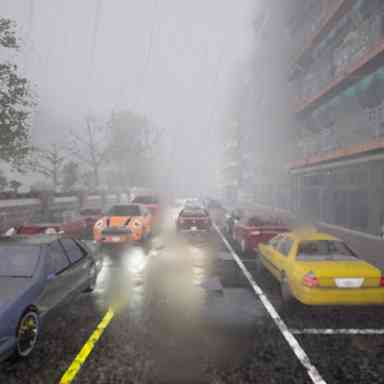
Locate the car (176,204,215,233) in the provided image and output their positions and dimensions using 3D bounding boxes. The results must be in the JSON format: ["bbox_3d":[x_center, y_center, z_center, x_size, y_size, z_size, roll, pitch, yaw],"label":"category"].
[{"bbox_3d":[0.106,1.575,19.349,1.895,1.301,4.718,0,0,0],"label":"car"}]

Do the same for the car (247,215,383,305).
[{"bbox_3d":[2.689,1.514,8.006,1.752,1.417,4.829,0,0,0],"label":"car"}]

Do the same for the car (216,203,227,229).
[{"bbox_3d":[2.693,1.525,18.907,2.008,1.369,4.403,0,0,0],"label":"car"}]

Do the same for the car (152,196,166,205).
[{"bbox_3d":[-5.676,1.485,57.655,2.008,1.369,4.403,0,0,0],"label":"car"}]

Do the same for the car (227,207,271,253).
[{"bbox_3d":[2.691,1.526,13.371,1.887,1.381,4.507,0,0,0],"label":"car"}]

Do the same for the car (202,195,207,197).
[{"bbox_3d":[2.701,1.488,46.582,1.887,1.381,4.507,0,0,0],"label":"car"}]

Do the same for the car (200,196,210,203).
[{"bbox_3d":[2.708,1.492,68.723,1.947,1.339,4.313,0,0,0],"label":"car"}]

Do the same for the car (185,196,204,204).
[{"bbox_3d":[0.099,1.550,40.587,1.895,1.301,4.718,0,0,0],"label":"car"}]

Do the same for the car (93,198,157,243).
[{"bbox_3d":[-3.085,1.331,15.771,2.097,1.767,4.553,0,0,0],"label":"car"}]

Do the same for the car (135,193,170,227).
[{"bbox_3d":[-2.994,1.179,22.980,2.150,2.045,5.566,0,0,0],"label":"car"}]

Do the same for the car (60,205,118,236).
[{"bbox_3d":[-5.688,1.519,18.909,1.887,1.381,4.507,0,0,0],"label":"car"}]

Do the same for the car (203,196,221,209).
[{"bbox_3d":[2.699,1.493,41.047,1.887,1.381,4.507,0,0,0],"label":"car"}]

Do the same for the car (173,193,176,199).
[{"bbox_3d":[-5.671,1.233,79.795,2.192,1.841,5.009,0,0,0],"label":"car"}]

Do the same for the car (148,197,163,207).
[{"bbox_3d":[-5.678,1.464,51.949,1.752,1.417,4.829,0,0,0],"label":"car"}]

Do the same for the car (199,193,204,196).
[{"bbox_3d":[2.705,1.370,63.188,1.967,1.590,4.097,0,0,0],"label":"car"}]

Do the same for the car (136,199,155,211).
[{"bbox_3d":[-5.681,1.531,41.050,1.802,1.307,4.206,0,0,0],"label":"car"}]

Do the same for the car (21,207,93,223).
[{"bbox_3d":[-5.690,1.422,13.373,1.967,1.590,4.097,0,0,0],"label":"car"}]

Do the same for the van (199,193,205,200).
[{"bbox_3d":[2.713,1.252,90.864,1.690,1.788,3.998,0,0,0],"label":"van"}]

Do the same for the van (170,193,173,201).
[{"bbox_3d":[-5.672,1.263,74.259,1.690,1.788,3.998,0,0,0],"label":"van"}]

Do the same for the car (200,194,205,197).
[{"bbox_3d":[2.704,1.500,57.653,1.947,1.339,4.313,0,0,0],"label":"car"}]

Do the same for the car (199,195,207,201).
[{"bbox_3d":[2.713,1.481,85.329,1.947,1.339,4.313,0,0,0],"label":"car"}]

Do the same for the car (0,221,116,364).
[{"bbox_3d":[-3.092,1.539,6.124,2.033,1.411,5.357,0,0,0],"label":"car"}]

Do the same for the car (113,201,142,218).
[{"bbox_3d":[-5.684,1.543,29.979,1.802,1.307,4.206,0,0,0],"label":"car"}]
